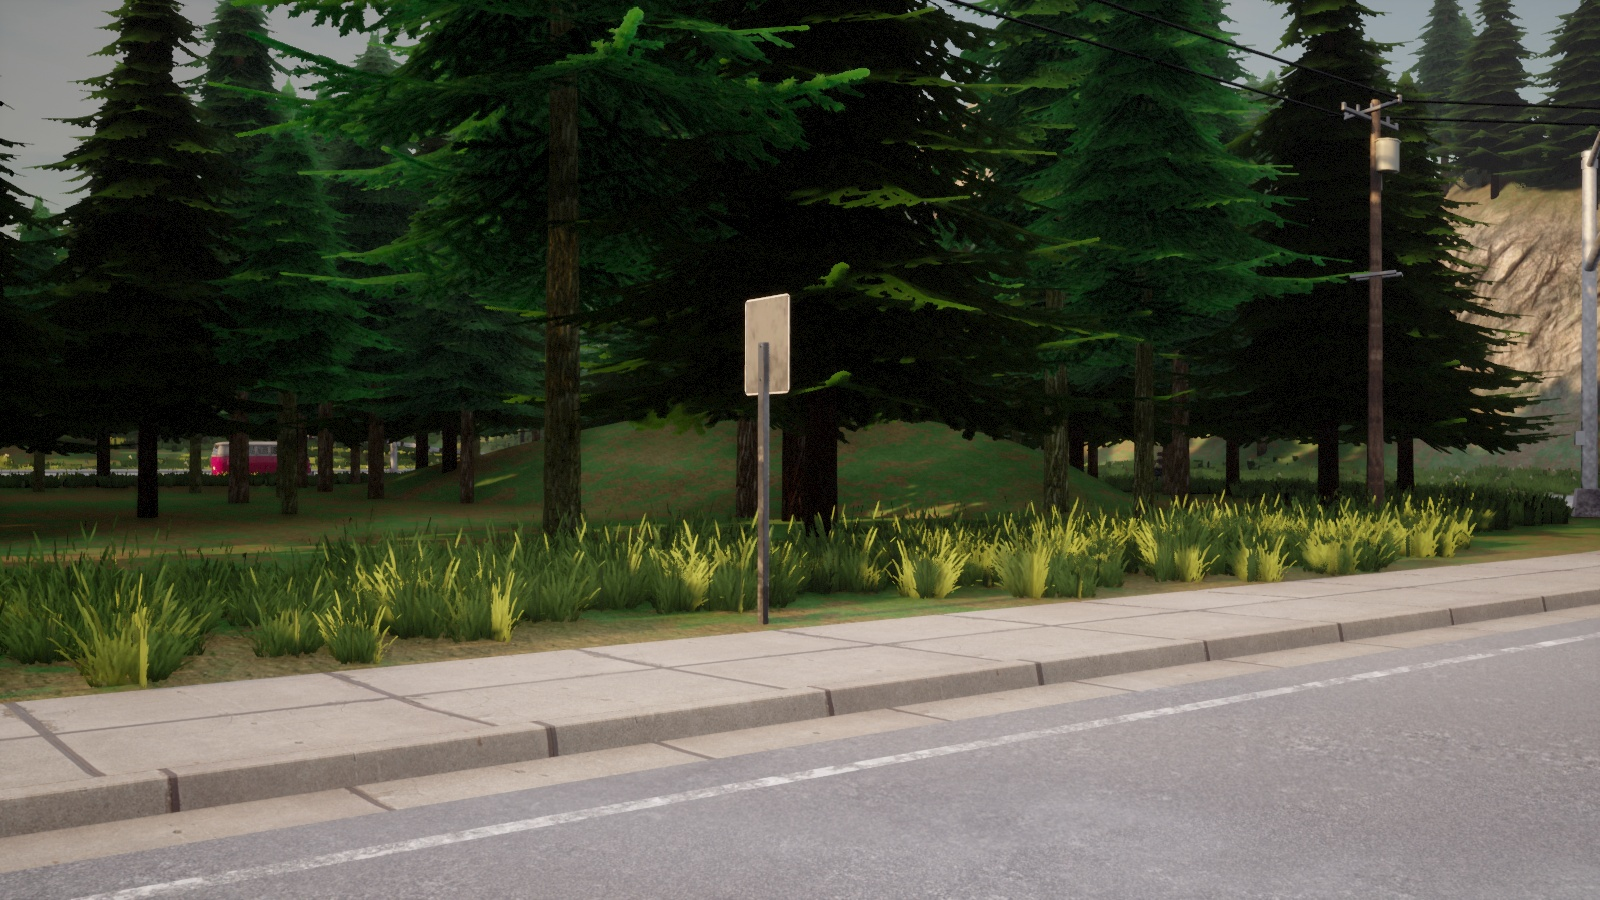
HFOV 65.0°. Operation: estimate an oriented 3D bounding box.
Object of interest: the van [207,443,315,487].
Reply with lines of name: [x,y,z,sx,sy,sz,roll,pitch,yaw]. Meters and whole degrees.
van: [-25.500,0.697,59.442,4.442,1.987,1.775,0,0,-35]
